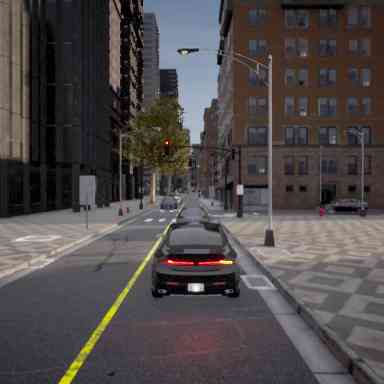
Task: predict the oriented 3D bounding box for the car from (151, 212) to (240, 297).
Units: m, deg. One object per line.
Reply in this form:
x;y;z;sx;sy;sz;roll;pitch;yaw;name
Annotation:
0.082;1.503;8.527;1.837;1.490;4.892;0;0;0;car

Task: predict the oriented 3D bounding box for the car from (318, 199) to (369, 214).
15.522;1.462;34.226;4.902;1.511;2.128;0;0;0;car

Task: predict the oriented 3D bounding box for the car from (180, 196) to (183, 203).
-3.094;1.207;59.296;2.150;2.045;5.566;0;1;0;car

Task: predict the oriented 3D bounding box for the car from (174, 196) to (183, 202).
-3.008;1.586;73.668;1.895;1.301;4.718;0;0;0;car

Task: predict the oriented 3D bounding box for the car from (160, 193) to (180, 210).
-3.002;1.346;43.470;2.097;1.767;4.553;0;0;-2;car

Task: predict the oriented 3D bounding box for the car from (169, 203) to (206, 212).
0.057;1.544;18.263;2.033;1.411;5.357;0;0;0;car
